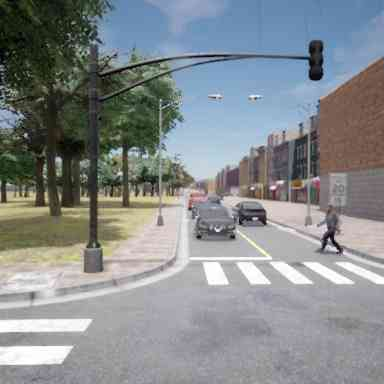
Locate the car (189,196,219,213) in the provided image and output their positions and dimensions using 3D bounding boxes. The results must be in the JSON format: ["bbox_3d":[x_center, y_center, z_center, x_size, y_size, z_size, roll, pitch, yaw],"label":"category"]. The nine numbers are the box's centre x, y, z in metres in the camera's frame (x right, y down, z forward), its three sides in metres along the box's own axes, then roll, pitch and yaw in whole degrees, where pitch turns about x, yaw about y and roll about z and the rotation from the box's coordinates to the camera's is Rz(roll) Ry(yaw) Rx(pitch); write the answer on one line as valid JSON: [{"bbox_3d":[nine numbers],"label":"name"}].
[{"bbox_3d":[0.898,1.350,27.270,1.837,1.490,4.892,0,1,-1],"label":"car"}]

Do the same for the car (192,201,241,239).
[{"bbox_3d":[1.097,1.447,17.220,1.837,1.490,4.892,0,1,-1],"label":"car"}]

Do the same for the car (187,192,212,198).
[{"bbox_3d":[0.694,0.985,37.979,2.150,2.045,5.566,0,0,-1],"label":"car"}]

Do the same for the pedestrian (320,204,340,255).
[{"bbox_3d":[4.932,1.307,11.905,0.375,1.860,0.375,1,0,-1],"label":"pedestrian"}]

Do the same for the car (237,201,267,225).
[{"bbox_3d":[3.916,1.398,23.255,1.837,1.490,4.892,0,1,-1],"label":"car"}]

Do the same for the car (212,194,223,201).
[{"bbox_3d":[3.342,1.194,52.291,2.128,1.511,4.902,0,0,-1],"label":"car"}]
